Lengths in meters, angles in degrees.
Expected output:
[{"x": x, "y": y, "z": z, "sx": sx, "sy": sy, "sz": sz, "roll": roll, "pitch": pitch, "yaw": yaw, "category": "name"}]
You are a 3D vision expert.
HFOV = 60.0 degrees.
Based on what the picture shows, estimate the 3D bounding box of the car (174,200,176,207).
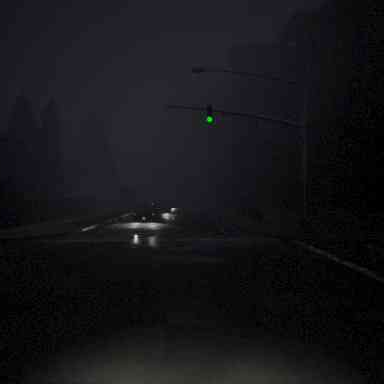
[{"x": -3.441, "y": 1.500, "z": 48.142, "sx": 1.837, "sy": 1.490, "sz": 4.892, "roll": 0, "pitch": 2, "yaw": 0, "category": "car"}]

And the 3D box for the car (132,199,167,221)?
[{"x": -3.525, "y": 1.547, "z": 27.099, "sx": 2.033, "sy": 1.411, "sz": 5.357, "roll": 0, "pitch": 0, "yaw": 0, "category": "car"}]

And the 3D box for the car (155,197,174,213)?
[{"x": -3.494, "y": 1.352, "z": 37.118, "sx": 2.097, "sy": 1.767, "sz": 4.553, "roll": 0, "pitch": 0, "yaw": 0, "category": "car"}]
